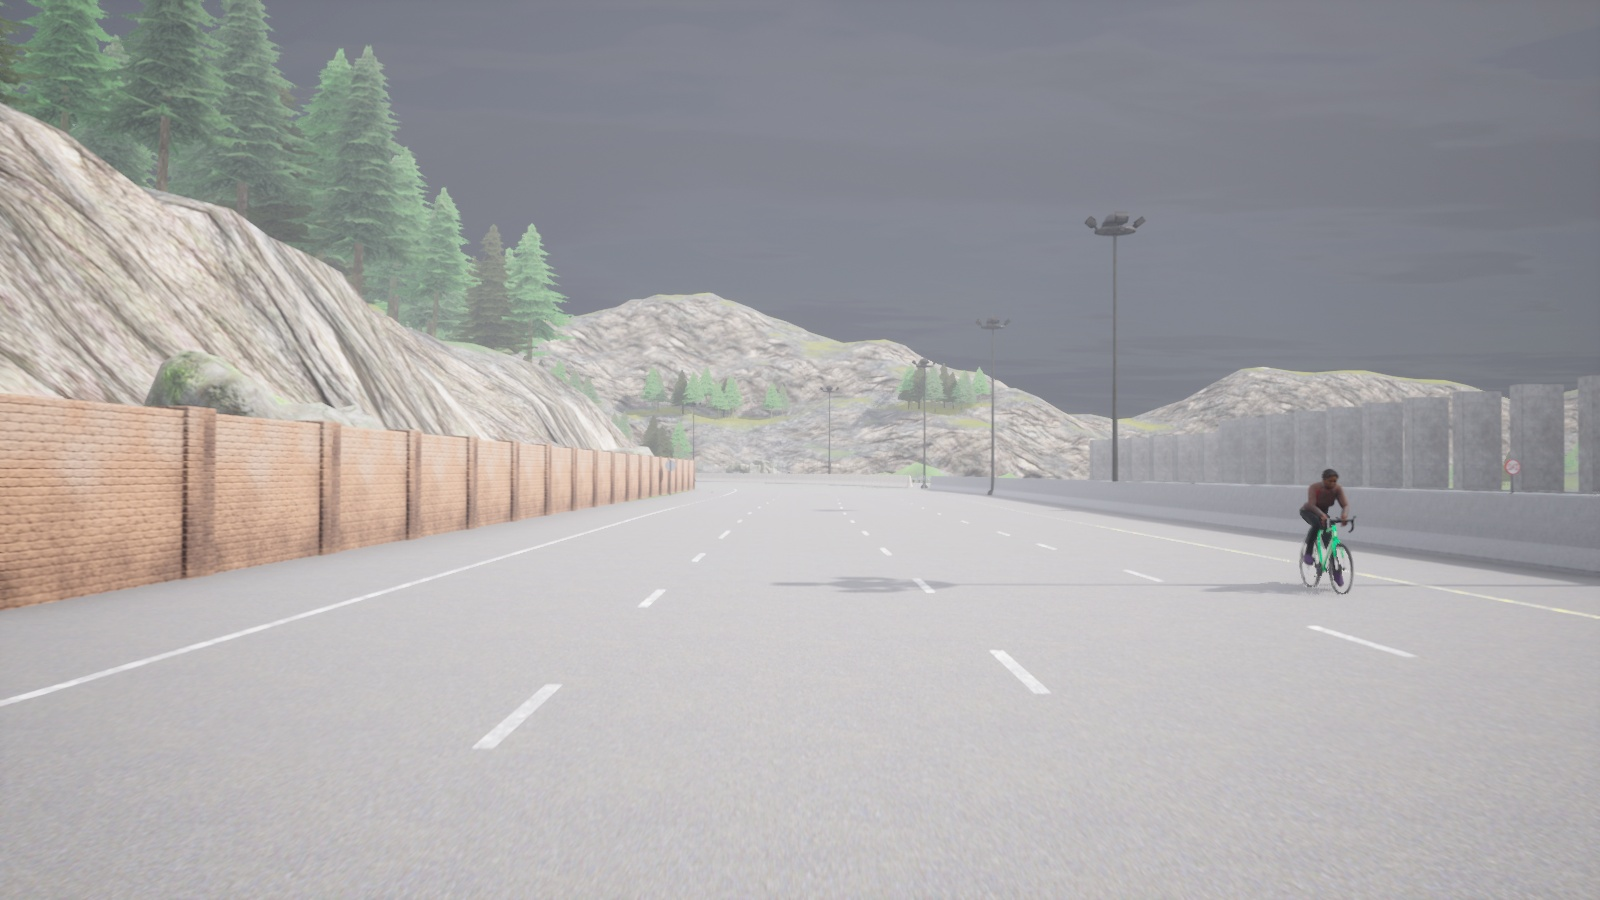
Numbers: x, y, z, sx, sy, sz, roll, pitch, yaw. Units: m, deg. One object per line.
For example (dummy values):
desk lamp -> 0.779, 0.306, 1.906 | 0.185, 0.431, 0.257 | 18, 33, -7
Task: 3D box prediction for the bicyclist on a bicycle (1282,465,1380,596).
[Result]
bicyclist on a bicycle -> 6.956, 1.016, 16.531 | 0.582, 1.620, 1.656 | 0, -1, 0
